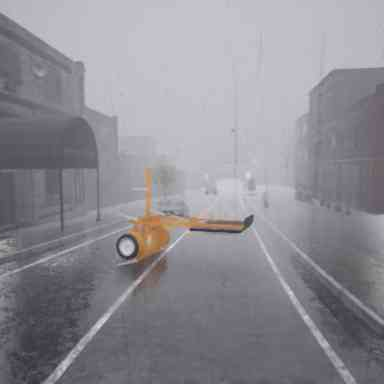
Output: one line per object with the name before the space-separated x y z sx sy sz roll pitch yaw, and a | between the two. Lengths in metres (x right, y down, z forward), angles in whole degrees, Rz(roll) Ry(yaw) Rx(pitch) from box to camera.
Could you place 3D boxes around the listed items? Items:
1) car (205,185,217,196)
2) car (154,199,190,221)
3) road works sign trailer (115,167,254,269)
car | 3.720 -0.371 64.091 2.150 2.045 5.566 1 2 8
car | -1.334 1.207 23.503 1.994 1.385 4.181 1 1 7
road works sign trailer | -0.098 0.705 9.755 3.560 2.880 2.380 1 1 17
